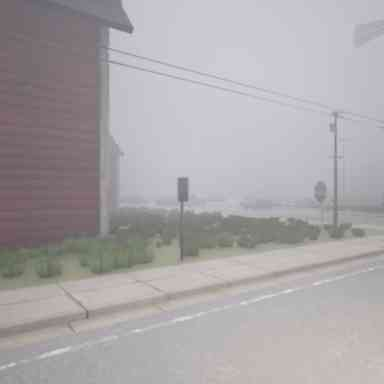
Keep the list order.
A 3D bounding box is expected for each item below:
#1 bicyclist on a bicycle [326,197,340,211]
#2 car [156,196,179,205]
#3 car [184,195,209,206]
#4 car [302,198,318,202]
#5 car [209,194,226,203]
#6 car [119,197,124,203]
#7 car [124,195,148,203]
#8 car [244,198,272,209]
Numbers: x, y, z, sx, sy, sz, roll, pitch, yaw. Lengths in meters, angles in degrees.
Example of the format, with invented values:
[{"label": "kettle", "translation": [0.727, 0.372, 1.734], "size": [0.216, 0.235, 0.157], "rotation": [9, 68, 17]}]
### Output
[{"label": "bicyclist on a bicycle", "translation": [16.170, 1.369, 38.199], "size": [1.656, 1.620, 0.582], "rotation": [0, 0, -2]}, {"label": "car", "translation": [-3.972, 1.407, 53.384], "size": [2.097, 1.767, 4.553], "rotation": [0, 0, -36]}, {"label": "car", "translation": [0.318, 1.375, 54.357], "size": [3.866, 1.878, 1.905], "rotation": [0, 0, -36]}, {"label": "car", "translation": [18.415, 1.609, 52.363], "size": [3.905, 1.438, 1.784], "rotation": [0, 0, -36]}, {"label": "car", "translation": [5.004, 1.398, 70.405], "size": [4.605, 1.855, 1.932], "rotation": [0, 0, -36]}, {"label": "car", "translation": [-13.968, 1.543, 73.898], "size": [4.611, 1.667, 2.242], "rotation": [0, 0, -36]}, {"label": "car", "translation": [-9.967, 1.546, 61.402], "size": [2.128, 1.511, 4.902], "rotation": [0, 0, -36]}, {"label": "car", "translation": [8.733, 1.569, 43.808], "size": [4.193, 1.474, 1.816], "rotation": [0, 0, -36]}]
